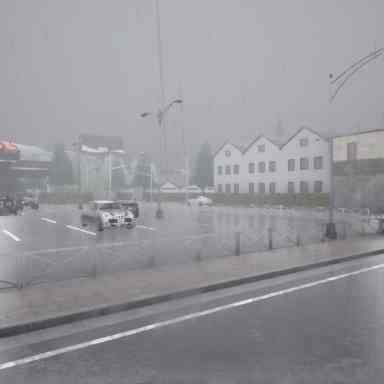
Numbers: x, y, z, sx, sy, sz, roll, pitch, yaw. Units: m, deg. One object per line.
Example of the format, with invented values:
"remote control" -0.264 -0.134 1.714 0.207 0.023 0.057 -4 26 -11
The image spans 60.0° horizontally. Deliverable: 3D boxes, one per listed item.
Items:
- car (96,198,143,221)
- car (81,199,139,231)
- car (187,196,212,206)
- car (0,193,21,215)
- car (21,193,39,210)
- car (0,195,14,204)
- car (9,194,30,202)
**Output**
"car" -5.800 1.313 26.193 2.007 1.523 4.514 0 0 -36
"car" -4.685 1.248 18.327 1.970 1.475 3.806 0 0 -36
"car" 1.137 1.349 49.282 1.812 1.442 4.674 0 0 -35
"car" -17.266 1.113 30.307 1.932 1.855 4.605 0 0 -36
"car" -19.163 1.092 38.620 1.905 1.878 3.866 0 0 -36
"car" -38.474 1.495 66.610 4.611 1.667 2.242 0 0 -36
"car" -38.233 1.328 73.739 3.866 1.878 1.905 0 0 -36
